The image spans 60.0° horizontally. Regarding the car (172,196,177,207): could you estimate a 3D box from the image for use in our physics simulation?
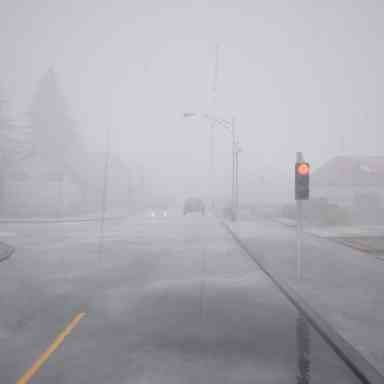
[{"bbox_3d":[-3.943,1.352,52.280,2.097,1.767,4.553,0,0,0],"label":"car"}]

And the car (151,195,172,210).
[{"bbox_3d":[-3.978,1.505,42.238,1.837,1.490,4.892,0,0,0],"label":"car"}]

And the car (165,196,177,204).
[{"bbox_3d":[-3.879,1.477,62.353,1.882,1.535,5.008,0,0,1],"label":"car"}]

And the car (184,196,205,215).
[{"bbox_3d":[0.219,1.352,34.728,2.097,1.767,4.553,0,0,0],"label":"car"}]

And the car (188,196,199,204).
[{"bbox_3d":[0.282,1.491,63.293,2.128,1.511,4.902,0,0,0],"label":"car"}]
